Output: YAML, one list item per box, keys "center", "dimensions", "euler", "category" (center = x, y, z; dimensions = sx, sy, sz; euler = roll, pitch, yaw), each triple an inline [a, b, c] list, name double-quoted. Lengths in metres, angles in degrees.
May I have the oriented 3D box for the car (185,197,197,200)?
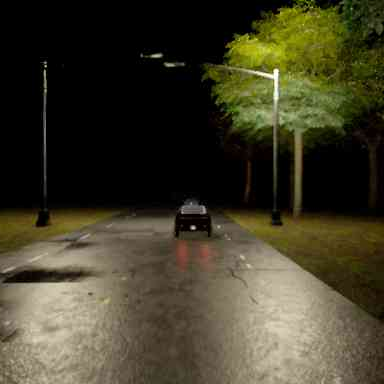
- center: [-0.109, 1.344, 39.976]
  dimensions: [2.033, 1.411, 5.357]
  euler: [0, 0, -1]
  category: "car"

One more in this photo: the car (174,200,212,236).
- center: [0.052, 1.447, 18.064]
  dimensions: [2.128, 1.511, 4.902]
  euler: [0, 0, 0]
  category: "car"
